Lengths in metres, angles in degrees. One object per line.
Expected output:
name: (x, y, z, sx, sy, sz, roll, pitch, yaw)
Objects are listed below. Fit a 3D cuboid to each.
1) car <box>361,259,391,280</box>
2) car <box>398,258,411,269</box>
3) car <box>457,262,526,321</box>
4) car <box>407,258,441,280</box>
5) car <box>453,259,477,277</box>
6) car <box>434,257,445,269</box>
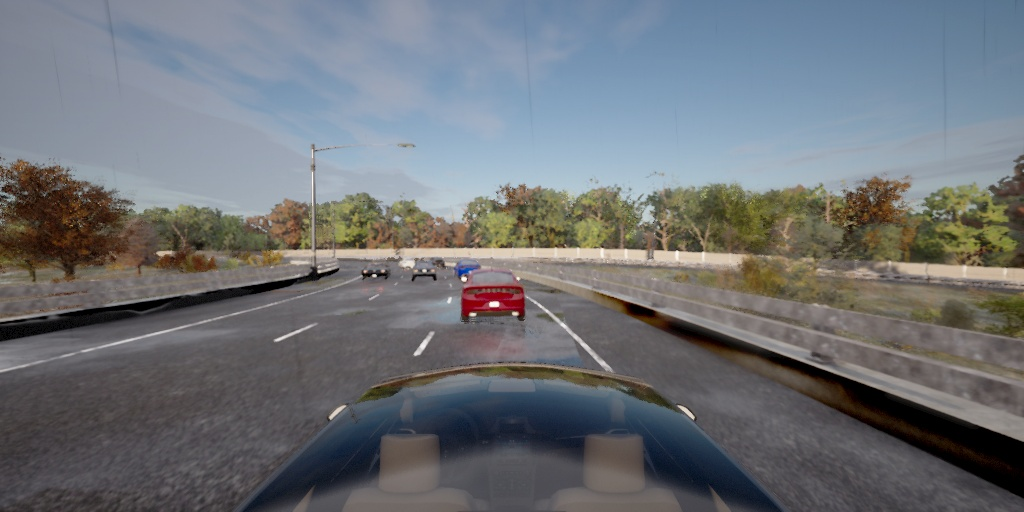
car: (-10.858, 1.170, 28.943, 1.895, 1.301, 4.718, 0, 1, -15)
car: (-13.838, 0.953, 47.452, 1.812, 1.442, 4.674, 0, 1, -25)
car: (-0.698, 1.143, 12.177, 1.882, 1.535, 5.008, 0, 0, -5)
car: (-6.951, 1.105, 28.336, 2.033, 1.411, 5.357, 0, 0, -14)
car: (-3.717, 1.011, 29.529, 1.882, 1.535, 5.008, 0, 1, -15)
car: (-10.209, 0.915, 47.883, 1.837, 1.490, 4.892, 0, 1, -24)
